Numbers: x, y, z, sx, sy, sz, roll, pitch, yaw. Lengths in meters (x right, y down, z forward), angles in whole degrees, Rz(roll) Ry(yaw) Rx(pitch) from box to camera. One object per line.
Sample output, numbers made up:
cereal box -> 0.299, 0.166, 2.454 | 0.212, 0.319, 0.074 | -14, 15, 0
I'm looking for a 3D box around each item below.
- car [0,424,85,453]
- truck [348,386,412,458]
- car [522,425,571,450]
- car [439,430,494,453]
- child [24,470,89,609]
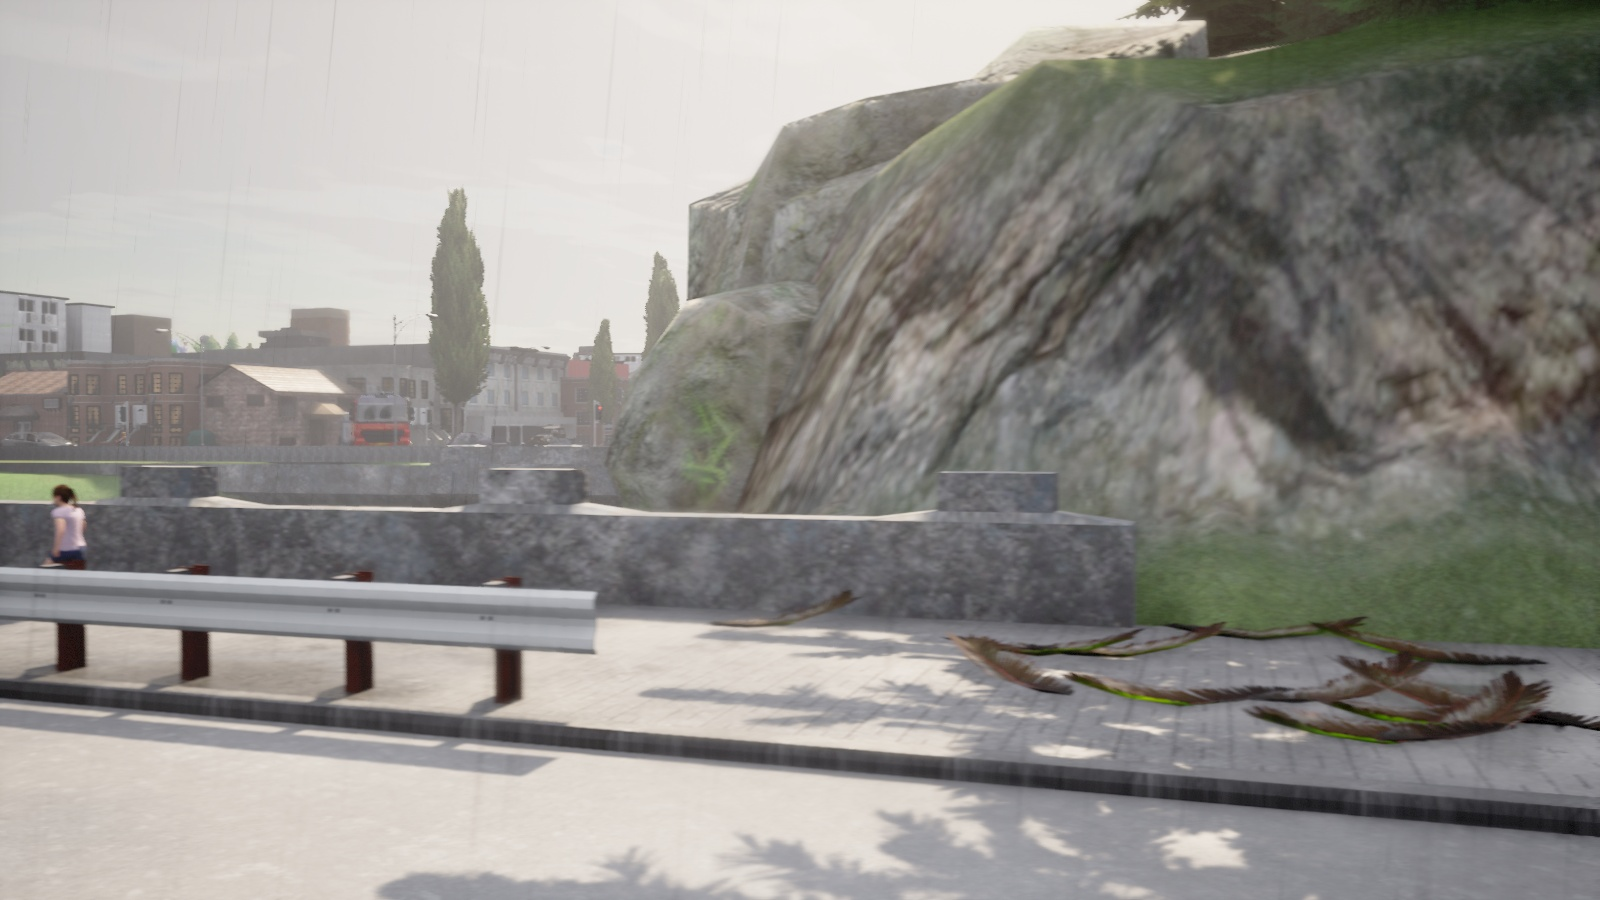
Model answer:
car -> -45.800, -0.713, 75.641 | 4.611, 1.667, 2.242 | 1, 1, 19
truck -> -24.163, -1.583, 71.992 | 2.891, 3.827, 8.468 | 0, 1, -22
car -> -19.122, -0.971, 94.942 | 1.905, 1.878, 3.866 | 1, 1, 19
car -> -22.512, -0.605, 84.895 | 1.845, 1.501, 3.633 | 1, 1, 19
child -> -6.099, 0.728, 10.309 | 0.394, 1.110, 0.255 | 0, 1, 16
